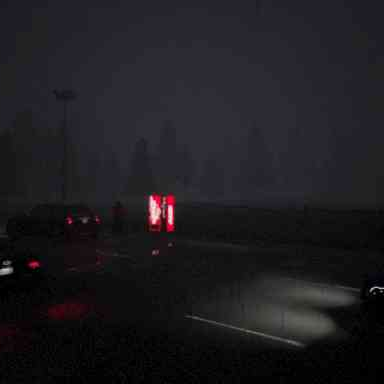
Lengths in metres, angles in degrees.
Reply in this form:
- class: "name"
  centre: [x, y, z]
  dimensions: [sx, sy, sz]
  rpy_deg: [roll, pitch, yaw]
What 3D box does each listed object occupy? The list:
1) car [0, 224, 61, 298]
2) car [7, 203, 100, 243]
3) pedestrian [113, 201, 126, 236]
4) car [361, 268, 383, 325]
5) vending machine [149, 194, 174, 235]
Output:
- class: "car"
  centre: [-5.656, 1.518, 7.413]
  dimensions: [5.357, 1.411, 2.033]
  rpy_deg: [0, 0, 29]
- class: "car"
  centre: [-6.602, 1.303, 15.701]
  dimensions: [4.553, 1.767, 2.097]
  rpy_deg: [0, 0, 28]
- class: "pedestrian"
  centre: [-3.602, 1.251, 16.385]
  dimensions: [0.375, 1.860, 0.375]
  rpy_deg: [0, 0, 28]
- class: "car"
  centre: [4.952, 1.529, 4.598]
  dimensions: [4.674, 1.442, 1.812]
  rpy_deg: [0, 0, 36]
- class: "vending machine"
  centre: [-1.608, 1.155, 17.771]
  dimensions: [0.880, 2.100, 1.100]
  rpy_deg: [0, 0, 29]
